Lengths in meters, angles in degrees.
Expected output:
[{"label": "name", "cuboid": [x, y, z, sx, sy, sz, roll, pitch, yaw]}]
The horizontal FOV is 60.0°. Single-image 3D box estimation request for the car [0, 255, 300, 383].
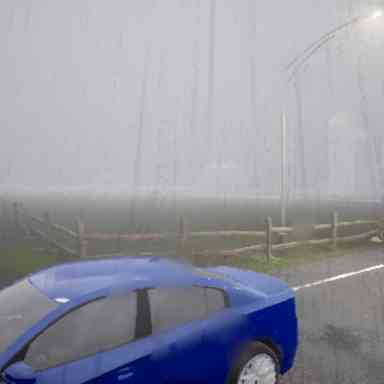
[{"label": "car", "cuboid": [-1.063, 1.474, 3.237, 5.008, 1.535, 1.882, 0, 0, -35]}]
